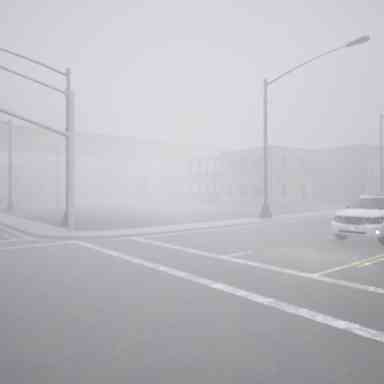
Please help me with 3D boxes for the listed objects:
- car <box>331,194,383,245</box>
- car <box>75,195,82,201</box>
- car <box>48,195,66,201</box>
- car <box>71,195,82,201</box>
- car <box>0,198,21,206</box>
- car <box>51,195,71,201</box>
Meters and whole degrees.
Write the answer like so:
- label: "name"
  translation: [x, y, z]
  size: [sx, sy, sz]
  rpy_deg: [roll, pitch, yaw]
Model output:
- label: "car"
  translation: [8.690, 1.113, 15.348]
  size: [5.566, 2.045, 2.150]
  rpy_deg: [-1, 0, -38]
- label: "car"
  translation: [-28.892, 1.628, 83.325]
  size: [2.038, 1.542, 4.974]
  rpy_deg: [0, 0, -8]
- label: "car"
  translation: [-32.613, 1.635, 83.061]
  size: [4.974, 1.542, 2.038]
  rpy_deg: [0, 0, 22]
- label: "car"
  translation: [-28.900, 1.470, 83.377]
  size: [1.853, 1.218, 4.536]
  rpy_deg: [0, 0, -8]
- label: "car"
  translation: [-31.991, 1.702, 56.608]
  size: [2.033, 1.411, 5.357]
  rpy_deg: [0, 0, 26]
- label: "car"
  translation: [-32.662, 1.477, 83.081]
  size: [4.536, 1.218, 1.853]
  rpy_deg: [0, 0, 22]
